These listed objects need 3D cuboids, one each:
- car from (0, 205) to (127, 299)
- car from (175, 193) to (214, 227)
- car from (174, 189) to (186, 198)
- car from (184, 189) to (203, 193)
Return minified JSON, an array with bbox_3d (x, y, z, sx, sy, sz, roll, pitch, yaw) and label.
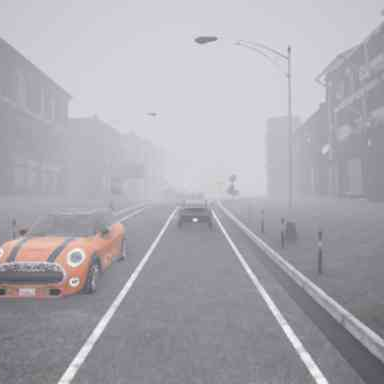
[{"bbox_3d":[-3.064,1.238,8.442,2.097,1.767,4.553,0,1,0],"label":"car"},{"bbox_3d":[0.181,1.070,19.270,1.837,1.490,4.892,0,2,0],"label":"car"},{"bbox_3d":[-1.339,0.345,51.308,2.097,1.767,4.553,0,-1,8],"label":"car"},{"bbox_3d":[0.603,0.628,37.845,2.033,1.411,5.357,0,1,3],"label":"car"}]
